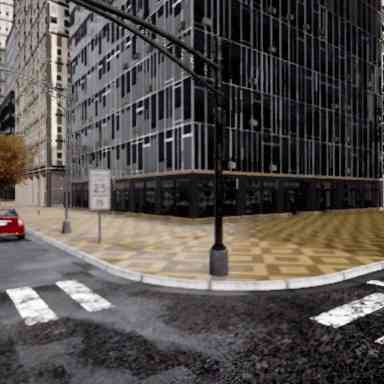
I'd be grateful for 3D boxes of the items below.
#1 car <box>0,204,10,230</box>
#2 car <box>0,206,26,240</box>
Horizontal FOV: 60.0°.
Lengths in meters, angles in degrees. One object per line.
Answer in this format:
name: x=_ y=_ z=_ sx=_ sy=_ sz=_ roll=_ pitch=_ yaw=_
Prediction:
car: x=-12.939 y=1.546 z=20.910 sx=2.008 sy=1.369 sz=4.403 roll=0 pitch=0 yaw=-36
car: x=-9.544 y=1.439 z=16.359 sx=1.967 sy=1.590 sz=4.097 roll=0 pitch=0 yaw=-36
